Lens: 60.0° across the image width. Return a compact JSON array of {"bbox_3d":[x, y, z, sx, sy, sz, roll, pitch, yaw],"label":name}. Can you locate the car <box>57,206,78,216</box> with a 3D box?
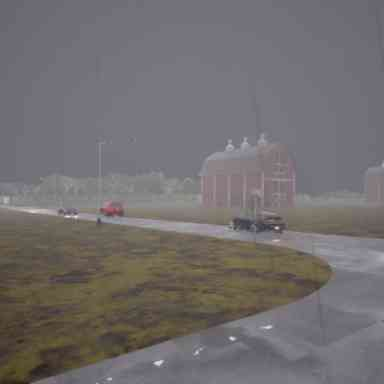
[{"bbox_3d":[-18.774,2.778,49.900,2.033,1.411,5.357,1,-2,-36],"label":"car"}]

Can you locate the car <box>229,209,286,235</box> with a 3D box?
[{"bbox_3d":[4.096,1.911,21.707,1.837,1.490,4.892,-1,-1,-21],"label":"car"}]

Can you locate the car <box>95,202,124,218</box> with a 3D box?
[{"bbox_3d":[-10.831,2.287,43.599,2.150,2.045,5.566,1,-2,-36],"label":"car"}]
